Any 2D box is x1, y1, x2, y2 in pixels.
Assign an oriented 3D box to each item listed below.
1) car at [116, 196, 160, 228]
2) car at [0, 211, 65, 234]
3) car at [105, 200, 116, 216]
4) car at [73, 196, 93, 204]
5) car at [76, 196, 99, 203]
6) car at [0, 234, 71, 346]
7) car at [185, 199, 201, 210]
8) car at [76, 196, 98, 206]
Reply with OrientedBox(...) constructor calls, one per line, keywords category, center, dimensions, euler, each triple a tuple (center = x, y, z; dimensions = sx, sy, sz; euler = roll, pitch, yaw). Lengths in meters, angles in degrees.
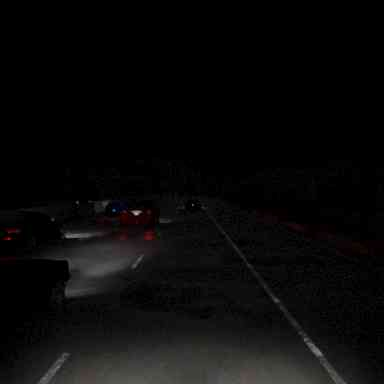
OrientedBox(category="car", center=(-3.399, 1.346, 22.515), dimensions=(2.097, 1.767, 4.553), euler=(0, 0, 0))
OrientedBox(category="car", center=(-6.899, 1.522, 13.804), dimensions=(1.812, 1.442, 4.674), euler=(0, 0, 0))
OrientedBox(category="car", center=(-6.898, 1.470, 32.013), dimensions=(1.882, 1.535, 5.008), euler=(0, 0, 0))
OrientedBox(category="car", center=(-20.882, 1.493, 64.069), dimensions=(2.128, 1.511, 4.902), euler=(0, 0, 1))
OrientedBox(category="car", center=(-14.080, 1.340, 45.038), dimensions=(2.097, 1.767, 4.553), euler=(0, 0, 0))
OrientedBox(category="car", center=(-3.400, 1.600, 4.703), dimensions=(1.895, 1.301, 4.718), euler=(0, 0, 0))
OrientedBox(category="car", center=(0.101, 1.554, 42.755), dimensions=(1.994, 1.385, 4.181), euler=(0, 0, 0))
OrientedBox(category="car", center=(-17.520, 1.477, 55.890), dimensions=(2.128, 1.511, 4.902), euler=(0, 0, 1))
